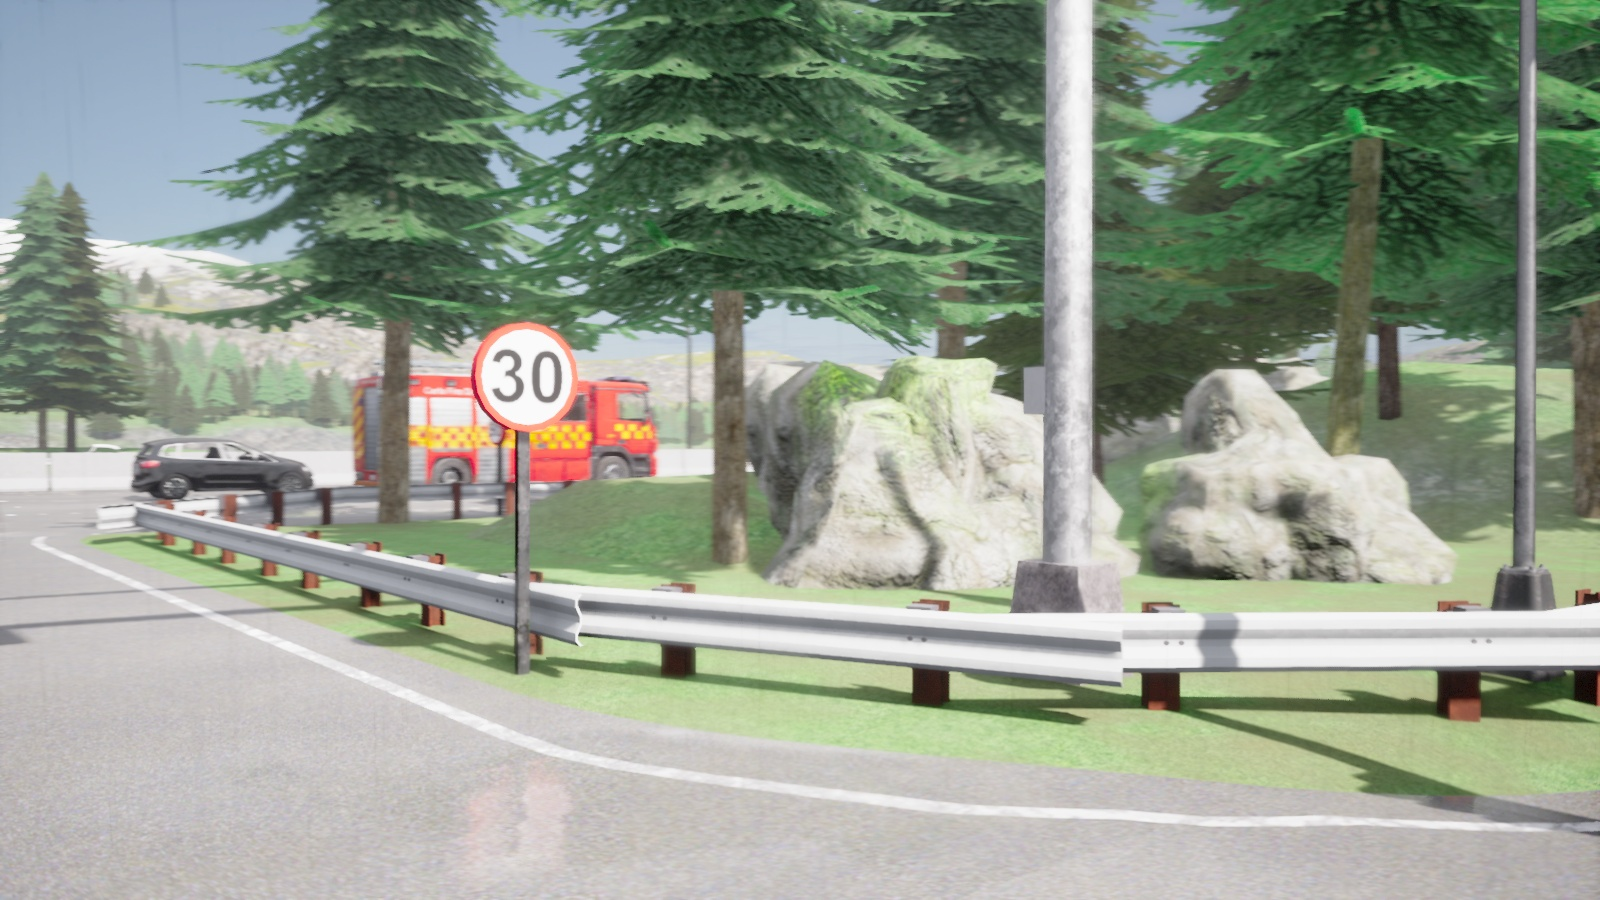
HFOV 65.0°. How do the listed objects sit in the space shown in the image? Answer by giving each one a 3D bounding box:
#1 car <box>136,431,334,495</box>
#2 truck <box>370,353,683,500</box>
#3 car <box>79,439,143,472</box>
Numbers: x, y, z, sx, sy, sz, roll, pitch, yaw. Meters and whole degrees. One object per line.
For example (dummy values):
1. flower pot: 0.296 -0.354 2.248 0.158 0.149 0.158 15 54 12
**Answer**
1. car: -15.614 0.329 34.765 4.611 1.667 2.242 0 1 -37
2. truck: -7.773 -0.624 36.572 8.468 3.827 2.891 0 1 -39
3. car: -29.994 0.228 54.683 2.207 1.376 1.481 1 0 -39
